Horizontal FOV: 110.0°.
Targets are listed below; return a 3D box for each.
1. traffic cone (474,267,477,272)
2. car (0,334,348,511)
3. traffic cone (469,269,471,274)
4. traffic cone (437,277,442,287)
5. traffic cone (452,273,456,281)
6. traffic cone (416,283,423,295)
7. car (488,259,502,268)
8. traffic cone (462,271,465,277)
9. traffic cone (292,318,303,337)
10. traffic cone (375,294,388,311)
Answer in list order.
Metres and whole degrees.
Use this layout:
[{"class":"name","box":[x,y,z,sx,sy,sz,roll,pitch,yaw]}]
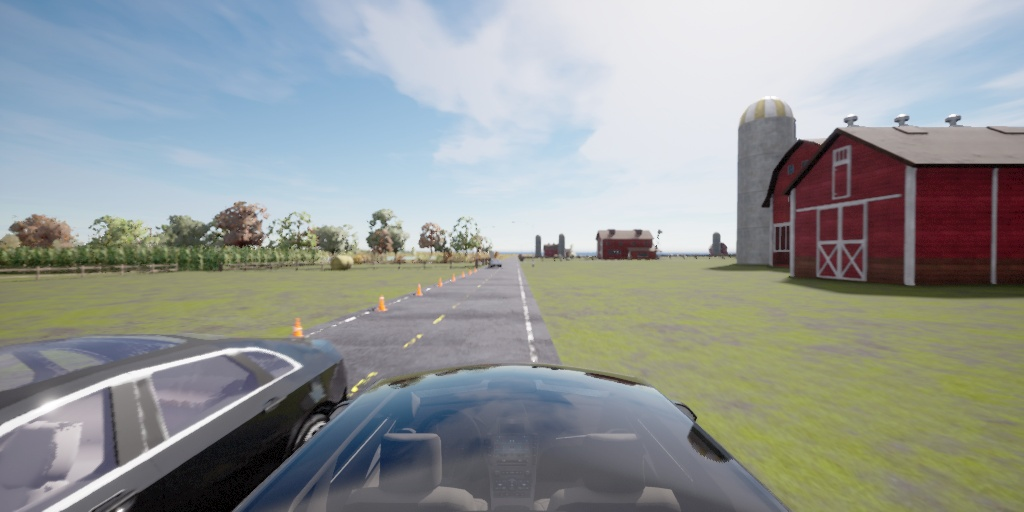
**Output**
[{"class":"traffic cone","box":[-4.379,1.619,42.992,0.340,0.580,0.340,0,0,1]},{"class":"car","box":[-2.441,1.234,1.427,2.128,1.511,4.902,0,0,0]},{"class":"traffic cone","box":[-4.437,1.629,37.993,0.340,0.580,0.340,0,0,1]},{"class":"traffic cone","box":[-4.609,1.657,22.993,0.340,0.580,0.340,0,0,1]},{"class":"traffic cone","box":[-4.552,1.648,27.994,0.340,0.580,0.340,0,0,1]},{"class":"traffic cone","box":[-4.667,1.666,17.994,0.340,0.580,0.340,0,0,1]},{"class":"car","box":[-2.685,1.190,56.152,2.033,1.411,5.357,0,0,-9]},{"class":"traffic cone","box":[-4.494,1.639,32.993,0.340,0.580,0.340,0,0,1]},{"class":"traffic cone","box":[-4.782,1.681,7.995,0.340,0.580,0.340,0,0,1]},{"class":"traffic cone","box":[-4.724,1.674,12.994,0.340,0.580,0.340,0,0,1]}]
